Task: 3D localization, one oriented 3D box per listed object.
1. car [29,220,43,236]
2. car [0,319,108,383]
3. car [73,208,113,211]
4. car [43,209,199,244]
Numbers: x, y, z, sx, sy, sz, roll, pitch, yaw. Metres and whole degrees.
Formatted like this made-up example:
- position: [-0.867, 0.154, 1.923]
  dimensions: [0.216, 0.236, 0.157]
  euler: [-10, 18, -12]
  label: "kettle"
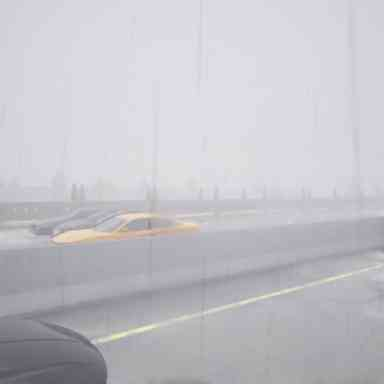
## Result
- position: [-5.425, 1.551, 17.325]
  dimensions: [5.357, 1.411, 2.033]
  euler: [0, 0, -36]
  label: "car"
- position: [-2.909, 1.477, 1.671]
  dimensions: [5.008, 1.535, 1.882]
  euler: [0, 0, -36]
  label: "car"
- position: [-3.376, 1.494, 14.487]
  dimensions: [4.902, 1.511, 2.128]
  euler: [0, 0, -36]
  label: "car"
- position: [-2.013, 1.480, 11.160]
  dimensions: [5.008, 1.535, 1.882]
  euler: [0, 0, -36]
  label: "car"
